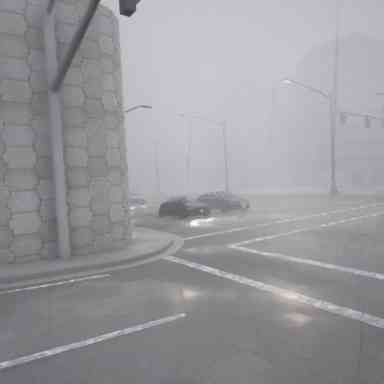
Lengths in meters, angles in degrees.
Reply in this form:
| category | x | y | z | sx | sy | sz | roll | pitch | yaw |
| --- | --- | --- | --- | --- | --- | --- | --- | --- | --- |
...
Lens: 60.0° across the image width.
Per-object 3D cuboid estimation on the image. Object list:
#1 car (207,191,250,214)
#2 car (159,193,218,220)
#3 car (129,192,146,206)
| category | x | y | z | sx | sy | sz | roll | pitch | yaw |
| --- | --- | --- | --- | --- | --- | --- | --- | --- | --- |
| car | 2.129 | 0.701 | 24.634 | 2.128 | 1.511 | 4.902 | -5 | 3 | -35 |
| car | -0.560 | 1.008 | 22.391 | 1.994 | 1.385 | 4.181 | -5 | 3 | -35 |
| car | -6.935 | 0.729 | 37.478 | 1.812 | 1.442 | 4.674 | -5 | 2 | -35 |
